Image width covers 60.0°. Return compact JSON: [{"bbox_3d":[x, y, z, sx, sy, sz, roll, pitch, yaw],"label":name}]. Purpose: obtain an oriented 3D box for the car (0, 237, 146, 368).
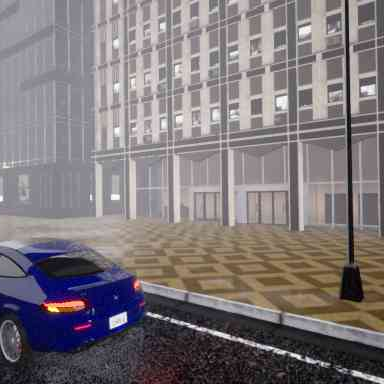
[{"bbox_3d":[-2.850,1.527,5.724,4.674,1.442,1.812,0,0,35],"label":"car"}]
